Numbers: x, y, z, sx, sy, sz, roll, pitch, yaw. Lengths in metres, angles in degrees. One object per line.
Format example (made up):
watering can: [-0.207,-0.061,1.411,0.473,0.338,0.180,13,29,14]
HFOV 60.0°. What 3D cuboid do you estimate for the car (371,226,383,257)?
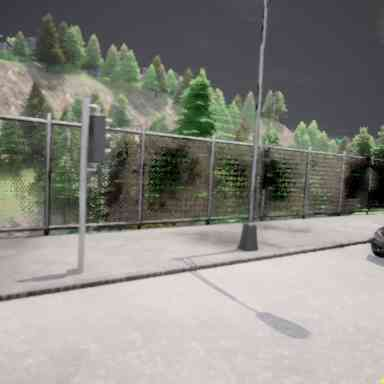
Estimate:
car: [6.993,1.163,9.405,4.674,1.442,1.812,0,5,-35]
